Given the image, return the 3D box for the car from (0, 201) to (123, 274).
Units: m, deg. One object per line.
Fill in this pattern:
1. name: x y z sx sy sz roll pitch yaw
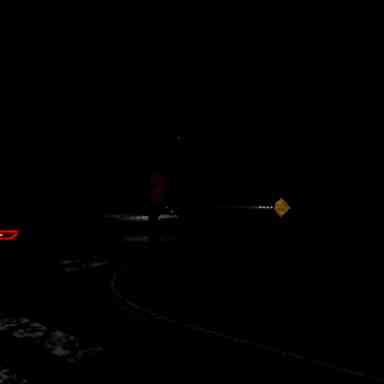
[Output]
1. car: -4.645 1.310 11.359 2.150 2.045 5.566 -1 0 23

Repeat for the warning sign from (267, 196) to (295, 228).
1. warning sign: 5.474 1.215 20.430 1.300 1.860 1.060 1 0 36

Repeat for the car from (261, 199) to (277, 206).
1. car: 12.253 1.486 50.918 1.994 1.385 4.181 1 0 37

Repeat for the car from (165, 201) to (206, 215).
1. car: -0.618 1.554 33.584 1.895 1.301 4.718 1 1 36
